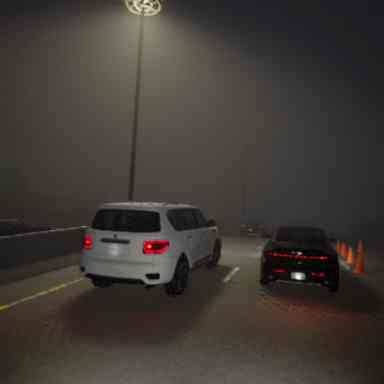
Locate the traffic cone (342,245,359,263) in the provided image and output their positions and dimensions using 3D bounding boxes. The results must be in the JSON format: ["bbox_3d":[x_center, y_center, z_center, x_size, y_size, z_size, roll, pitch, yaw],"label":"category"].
[{"bbox_3d":[6.001,2.388,12.582,0.340,0.580,0.340,1,-3,18],"label":"traffic cone"}]

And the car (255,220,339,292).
[{"bbox_3d":[3.113,1.728,9.766,1.837,1.490,4.892,1,-2,18],"label":"car"}]

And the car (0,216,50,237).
[{"bbox_3d":[-7.430,1.565,11.910,1.895,1.301,4.718,1,-2,18],"label":"car"}]

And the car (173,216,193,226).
[{"bbox_3d":[-1.442,4.712,54.097,1.812,1.442,4.674,1,-5,18],"label":"car"}]

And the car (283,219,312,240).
[{"bbox_3d":[8.960,3.139,28.320,2.128,1.511,4.902,1,-5,18],"label":"car"}]

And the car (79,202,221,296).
[{"bbox_3d":[-0.737,1.311,9.174,2.150,2.045,5.566,1,-2,18],"label":"car"}]

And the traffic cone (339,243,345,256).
[{"bbox_3d":[6.602,2.505,14.488,0.340,0.580,0.340,1,-3,18],"label":"traffic cone"}]

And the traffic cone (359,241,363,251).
[{"bbox_3d":[8.153,2.657,16.091,0.340,0.580,0.340,1,-4,17],"label":"traffic cone"}]

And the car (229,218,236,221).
[{"bbox_3d":[7.386,5.453,58.717,1.837,1.490,4.892,1,-5,18],"label":"car"}]

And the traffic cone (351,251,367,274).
[{"bbox_3d":[5.399,2.287,10.677,0.340,0.580,0.340,1,-2,18],"label":"traffic cone"}]

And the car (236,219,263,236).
[{"bbox_3d":[5.297,3.008,28.342,1.812,1.442,4.674,1,-5,18],"label":"car"}]

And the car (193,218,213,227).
[{"bbox_3d":[1.861,4.848,52.945,1.895,1.301,4.718,1,-5,18],"label":"car"}]
